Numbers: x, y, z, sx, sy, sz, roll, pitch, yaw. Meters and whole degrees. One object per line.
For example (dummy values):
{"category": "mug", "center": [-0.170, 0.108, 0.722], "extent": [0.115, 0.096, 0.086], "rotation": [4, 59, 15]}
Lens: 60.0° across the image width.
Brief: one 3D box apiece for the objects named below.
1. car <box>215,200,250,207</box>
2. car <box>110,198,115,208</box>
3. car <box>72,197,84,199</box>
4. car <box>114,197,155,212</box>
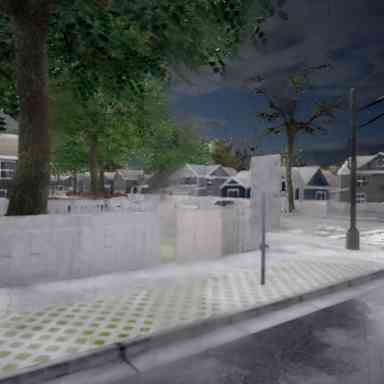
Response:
{"category": "car", "center": [3.705, 1.464, 28.237], "extent": [2.097, 1.767, 4.553], "rotation": [1, -1, -38]}
{"category": "car", "center": [-9.420, 1.396, 44.907], "extent": [1.882, 1.535, 5.008], "rotation": [1, 0, -38]}
{"category": "car", "center": [-16.827, 1.419, 49.156], "extent": [1.895, 1.301, 4.718], "rotation": [1, 0, -38]}
{"category": "car", "center": [-5.770, 1.543, 34.989], "extent": [2.033, 1.411, 5.357], "rotation": [1, 0, -38]}
